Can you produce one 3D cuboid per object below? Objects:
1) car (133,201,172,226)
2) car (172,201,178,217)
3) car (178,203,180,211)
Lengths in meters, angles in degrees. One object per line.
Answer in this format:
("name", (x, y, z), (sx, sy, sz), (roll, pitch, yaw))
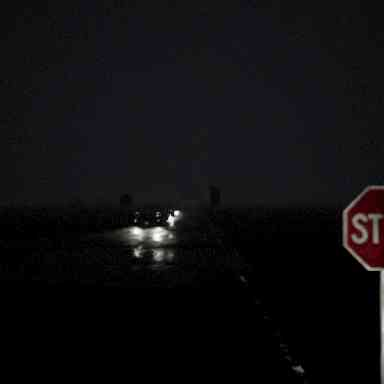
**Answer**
("car", (-3.070, 1.628, 25.603), (2.097, 1.767, 4.553), (0, -1, 3))
("car", (-2.884, 1.915, 37.203), (1.837, 1.490, 4.892), (0, -1, 0))
("car", (-2.887, 2.065, 50.967), (2.128, 1.511, 4.902), (0, -1, 0))
